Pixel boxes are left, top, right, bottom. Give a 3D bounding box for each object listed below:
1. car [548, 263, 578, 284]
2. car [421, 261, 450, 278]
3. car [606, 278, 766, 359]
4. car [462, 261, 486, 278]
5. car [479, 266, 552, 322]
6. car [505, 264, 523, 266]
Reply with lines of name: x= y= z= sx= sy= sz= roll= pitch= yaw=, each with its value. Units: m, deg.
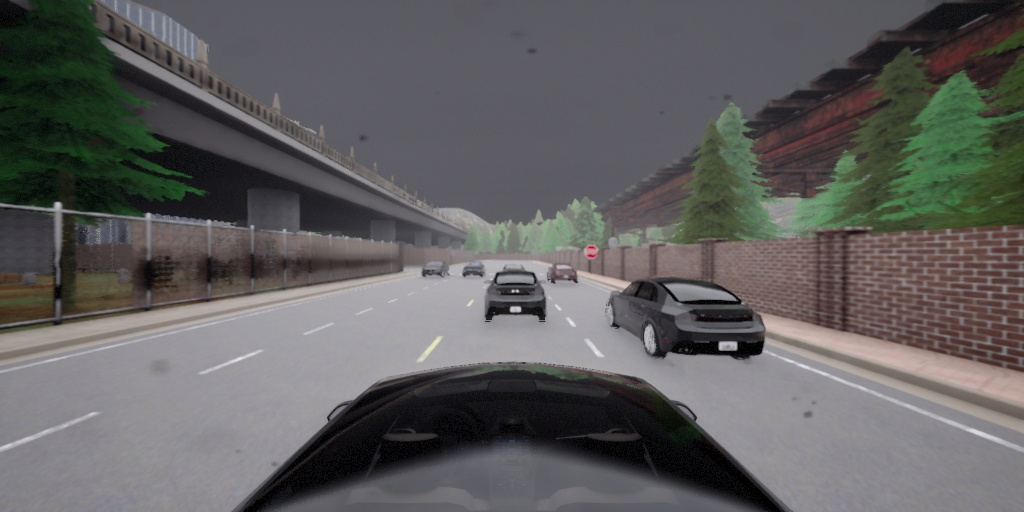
car: x=3.654 y=1.217 z=26.384 sx=1.812 sy=1.442 sz=4.674 roll=0 pitch=0 yaw=0
car: x=-6.968 y=1.179 z=33.114 sx=1.837 sy=1.490 sz=4.892 roll=0 pitch=0 yaw=1
car: x=3.592 y=1.240 z=8.360 sx=1.837 sy=1.490 sz=4.892 roll=0 pitch=0 yaw=0
car: x=-3.459 y=1.219 z=33.625 sx=2.033 sy=1.411 sz=5.357 roll=0 pitch=0 yaw=0
car: x=0.108 y=1.228 z=12.189 sx=1.837 sy=1.490 sz=4.892 roll=0 pitch=0 yaw=0
car: x=0.136 y=1.285 z=28.950 sx=1.895 sy=1.301 sz=4.718 roll=0 pitch=0 yaw=0
